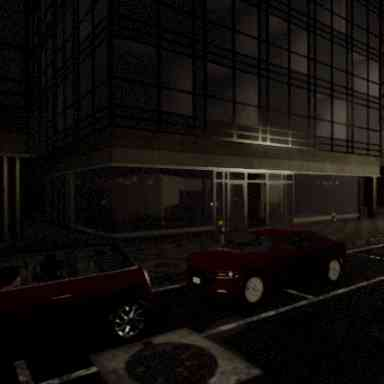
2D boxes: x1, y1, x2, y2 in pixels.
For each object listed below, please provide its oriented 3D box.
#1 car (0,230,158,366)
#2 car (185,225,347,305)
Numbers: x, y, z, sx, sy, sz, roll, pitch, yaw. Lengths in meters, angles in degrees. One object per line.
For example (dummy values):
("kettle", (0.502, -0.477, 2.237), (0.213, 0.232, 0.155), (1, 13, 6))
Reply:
("car", (-2.639, 1.439, 4.770), (4.097, 1.590, 1.967), (0, 0, -35))
("car", (1.923, 1.530, 8.022), (4.507, 1.381, 1.887), (0, 0, -35))
